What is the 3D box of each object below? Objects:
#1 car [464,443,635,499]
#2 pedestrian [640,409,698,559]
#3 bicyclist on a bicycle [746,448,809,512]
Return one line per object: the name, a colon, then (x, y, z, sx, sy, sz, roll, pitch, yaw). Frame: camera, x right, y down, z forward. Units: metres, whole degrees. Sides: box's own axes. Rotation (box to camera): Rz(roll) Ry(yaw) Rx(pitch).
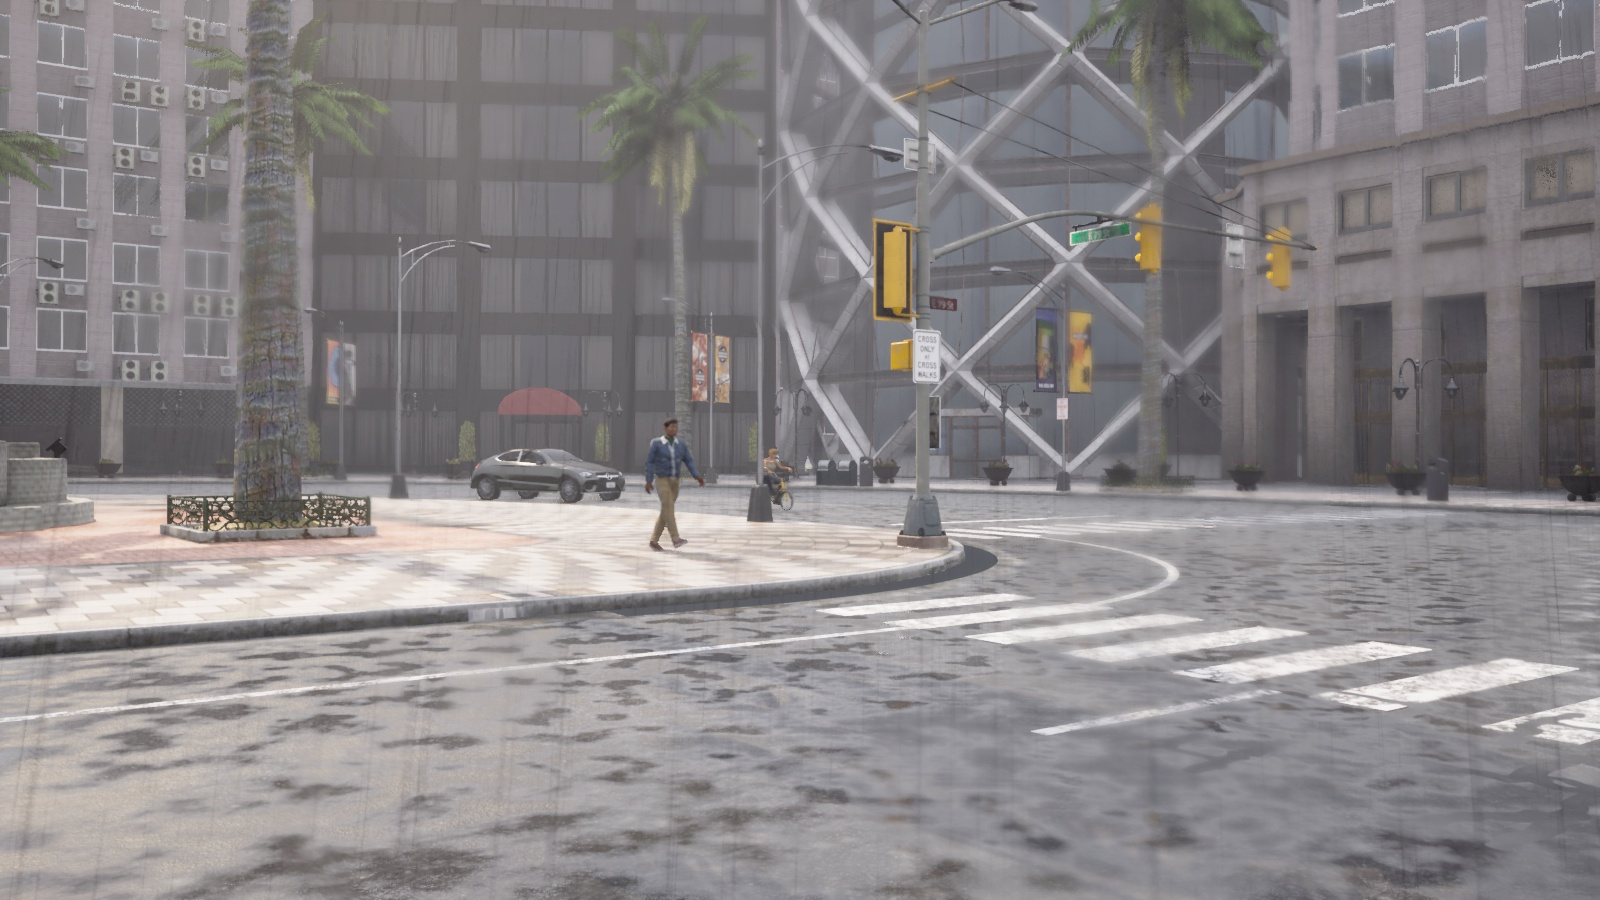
car: (-7.813, 0.635, 39.013, 5.027, 1.651, 2.152, 0, 0, 30)
pedestrian: (-1.755, 0.446, 16.788, 0.423, 1.949, 0.788, 0, 0, -36)
bicyclist on a bicycle: (-0.585, 0.762, 32.483, 0.866, 1.612, 1.509, -1, 0, -39)
